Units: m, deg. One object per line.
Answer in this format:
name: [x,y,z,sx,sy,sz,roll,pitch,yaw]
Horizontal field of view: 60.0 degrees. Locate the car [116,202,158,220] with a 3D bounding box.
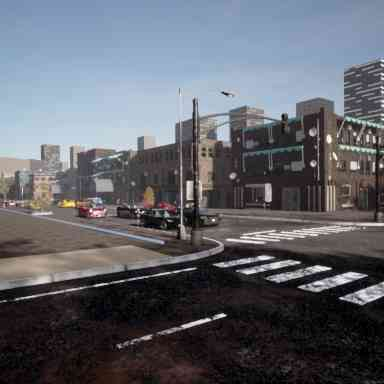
car: [-5.721,1.825,32.421,2.128,1.511,4.902,-1,0,-37]

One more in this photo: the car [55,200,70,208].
car: [-22.966,2.142,60.810,1.882,1.535,5.008,-1,0,-37]

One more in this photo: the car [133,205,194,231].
car: [-2.042,1.815,22.959,1.947,1.339,4.313,-2,0,-37]

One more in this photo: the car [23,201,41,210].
car: [-26.735,2.233,56.167,1.752,1.417,4.829,-1,0,-37]

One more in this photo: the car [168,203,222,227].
car: [0.263,1.783,24.397,1.994,1.385,4.181,-1,0,-38]

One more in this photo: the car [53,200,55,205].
car: [-30.075,2.364,74.622,1.947,1.339,4.313,-1,0,-37]

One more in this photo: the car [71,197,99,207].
car: [-16.952,1.909,52.770,2.097,1.767,4.553,-1,0,-37]

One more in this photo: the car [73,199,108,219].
car: [-10.260,1.846,34.143,1.967,1.590,4.097,-2,0,-37]

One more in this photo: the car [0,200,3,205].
car: [-43.416,2.547,78.464,2.008,1.369,4.403,-1,0,-37]

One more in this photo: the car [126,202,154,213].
car: [-6.863,1.966,43.597,1.802,1.307,4.206,-2,0,-37]

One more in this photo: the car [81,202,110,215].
car: [-11.847,1.975,40.624,1.812,1.442,4.674,-1,0,-36]

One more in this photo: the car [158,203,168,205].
car: [-3.548,1.904,39.165,1.802,1.307,4.206,-2,0,-37]

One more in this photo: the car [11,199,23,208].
car: [-33.469,2.376,65.168,2.008,1.369,4.403,-1,0,-37]

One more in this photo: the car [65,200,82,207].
car: [-23.443,2.227,65.757,1.887,1.381,4.507,-1,0,-37]

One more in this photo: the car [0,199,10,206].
car: [-46.731,2.597,82.895,1.887,1.381,4.507,-1,0,-37]

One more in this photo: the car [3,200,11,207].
car: [-40.102,2.380,74.031,1.967,1.590,4.097,-1,0,-37]
